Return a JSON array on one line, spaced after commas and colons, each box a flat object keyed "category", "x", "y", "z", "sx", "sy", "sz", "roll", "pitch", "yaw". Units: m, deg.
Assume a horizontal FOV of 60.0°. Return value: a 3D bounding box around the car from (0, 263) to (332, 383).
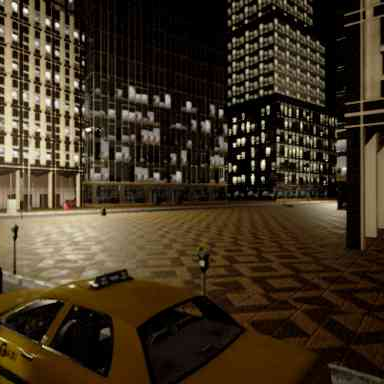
[{"category": "car", "x": -1.049, "y": 1.523, "z": 3.623, "sx": 4.829, "sy": 1.417, "sz": 1.752, "roll": 0, "pitch": 0, "yaw": 35}]
